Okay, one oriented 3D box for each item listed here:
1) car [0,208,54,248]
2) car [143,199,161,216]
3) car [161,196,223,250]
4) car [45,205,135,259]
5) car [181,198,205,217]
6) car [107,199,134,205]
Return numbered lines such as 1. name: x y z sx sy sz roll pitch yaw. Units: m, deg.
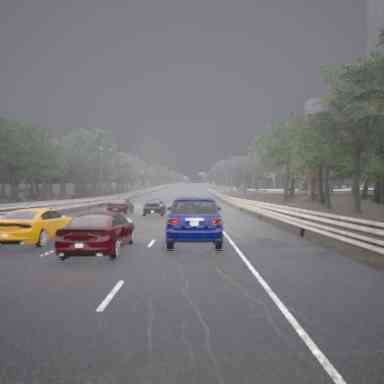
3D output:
1. car: -6.905 1.453 14.802 1.882 1.535 5.008 0 0 0
2. car: -3.409 1.425 31.059 1.837 1.490 4.892 0 0 0
3. car: 0.106 1.199 14.326 2.150 2.045 5.566 0 0 0
4. car: -3.405 1.459 12.502 1.882 1.535 5.008 0 0 0
5. car: 0.091 1.412 30.960 2.128 1.511 4.902 0 0 0
6. car: -6.910 1.392 32.484 1.882 1.535 5.008 0 0 0
